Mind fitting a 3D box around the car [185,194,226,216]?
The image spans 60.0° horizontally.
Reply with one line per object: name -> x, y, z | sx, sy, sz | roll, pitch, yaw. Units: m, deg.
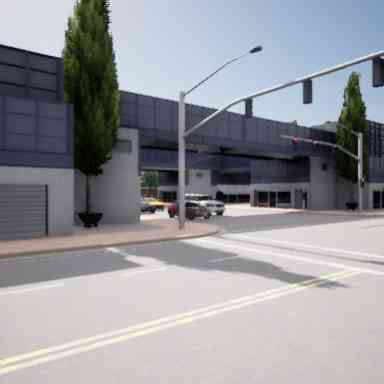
car -> 0.870, 1.217, 32.355 | 2.150, 2.045, 5.566 | 0, 0, -37

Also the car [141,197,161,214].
car -> -5.539, 1.562, 35.097 | 1.994, 1.385, 4.181 | 0, 0, -38

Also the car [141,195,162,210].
car -> -5.086, 1.475, 40.383 | 1.882, 1.535, 5.008 | 0, 0, -37

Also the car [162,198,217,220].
car -> -0.321, 1.522, 28.095 | 1.812, 1.442, 4.674 | 0, 0, -37

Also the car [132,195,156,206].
car -> -8.276, 1.349, 56.751 | 2.097, 1.767, 4.553 | 0, 0, -37
